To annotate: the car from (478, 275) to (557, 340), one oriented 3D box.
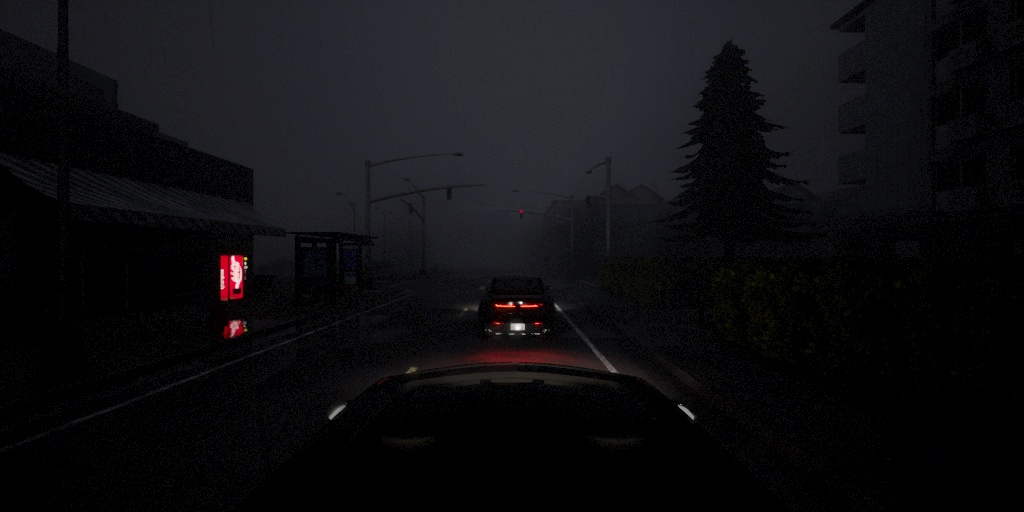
[{"bbox_3d":[0.118,1.255,10.022,1.837,1.490,4.892,0,0,0],"label":"car"}]
